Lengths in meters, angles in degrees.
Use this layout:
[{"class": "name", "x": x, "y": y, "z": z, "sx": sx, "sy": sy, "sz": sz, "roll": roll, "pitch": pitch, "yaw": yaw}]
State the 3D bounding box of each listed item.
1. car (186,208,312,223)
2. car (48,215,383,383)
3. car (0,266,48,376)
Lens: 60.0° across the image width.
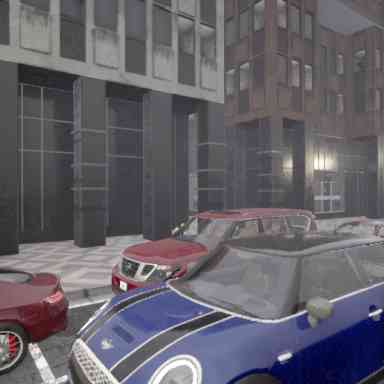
[{"class": "car", "x": 0.853, "y": 1.315, "z": 7.252, "sx": 5.009, "sy": 1.841, "sz": 2.192, "roll": 0, "pitch": 0, "yaw": -35}, {"class": "car", "x": 0.938, "y": 1.352, "z": 4.041, "sx": 4.553, "sy": 1.767, "sz": 2.097, "roll": 0, "pitch": 0, "yaw": -35}, {"class": "car", "x": -3.714, "y": 1.582, "z": 4.006, "sx": 4.206, "sy": 1.307, "sz": 1.802, "roll": 0, "pitch": 0, "yaw": -35}]
